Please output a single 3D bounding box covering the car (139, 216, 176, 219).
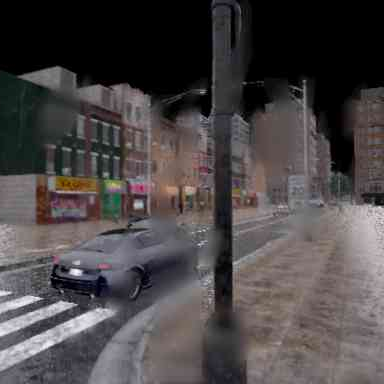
[{"bbox_3d":[-1.694,1.711,13.891,1.947,1.339,4.313,0,-1,26],"label":"car"}]

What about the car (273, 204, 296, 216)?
[{"bbox_3d":[10.697,2.131,39.073,1.802,1.307,4.206,-1,-1,26],"label":"car"}]

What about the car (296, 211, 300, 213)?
[{"bbox_3d":[13.175,2.186,44.110,2.008,1.369,4.403,-1,-1,26],"label":"car"}]

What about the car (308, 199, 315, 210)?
[{"bbox_3d":[18.130,2.129,54.187,2.192,1.841,5.009,-1,-1,26],"label":"car"}]

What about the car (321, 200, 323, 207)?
[{"bbox_3d":[25.490,2.620,69.139,1.752,1.417,4.829,-1,-1,26],"label":"car"}]

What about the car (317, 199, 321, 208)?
[{"bbox_3d":[23.086,2.316,64.260,2.192,1.841,5.009,-1,-1,26],"label":"car"}]

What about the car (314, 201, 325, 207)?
[{"bbox_3d":[30.522,2.846,79.364,2.008,1.369,4.403,-1,-1,26],"label":"car"}]

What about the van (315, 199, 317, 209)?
[{"bbox_3d":[20.609,2.248,59.223,1.690,1.788,3.998,-1,-1,26],"label":"van"}]

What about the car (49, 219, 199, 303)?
[{"bbox_3d":[-1.438,1.603,8.448,1.994,1.385,4.181,-1,-1,26],"label":"car"}]

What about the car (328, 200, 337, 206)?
[{"bbox_3d":[33.550,2.637,79.556,2.033,1.411,5.357,-1,-1,26],"label":"car"}]
